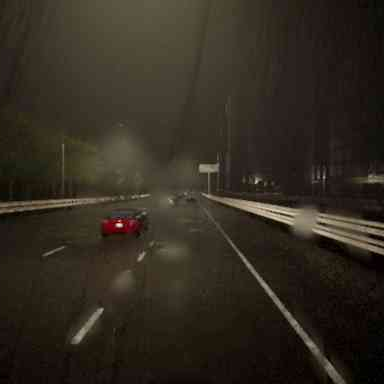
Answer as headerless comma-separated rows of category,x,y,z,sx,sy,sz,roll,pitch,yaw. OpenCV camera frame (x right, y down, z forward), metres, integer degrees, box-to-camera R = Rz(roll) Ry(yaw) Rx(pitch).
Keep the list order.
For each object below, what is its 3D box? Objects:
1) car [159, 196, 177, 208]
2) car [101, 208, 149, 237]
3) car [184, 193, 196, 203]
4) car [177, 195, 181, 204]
car,-3.618,1.565,48.054,1.812,1.442,4.674,0,0,0
car,-3.516,1.576,18.067,1.994,1.385,4.181,0,0,0
car,-0.134,1.537,68.099,2.128,1.511,4.902,0,0,0
car,-3.727,1.595,66.584,2.033,1.411,5.357,0,0,0
